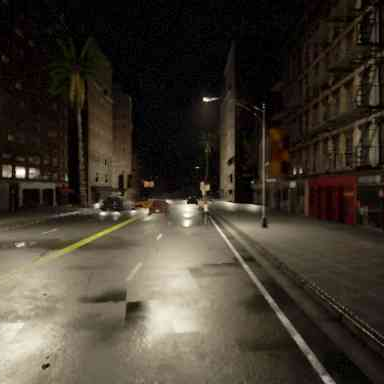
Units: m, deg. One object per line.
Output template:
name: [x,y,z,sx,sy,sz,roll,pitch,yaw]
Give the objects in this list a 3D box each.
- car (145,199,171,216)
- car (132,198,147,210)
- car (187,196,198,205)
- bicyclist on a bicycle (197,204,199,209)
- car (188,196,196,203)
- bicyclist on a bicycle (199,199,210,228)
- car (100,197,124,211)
car: [-3.159,1.556,32.942,1.812,1.442,4.674,0,0,0]
car: [-6.592,1.535,43.548,1.882,1.535,5.008,0,0,0]
car: [0.032,1.687,61.598,1.994,1.385,4.181,0,0,1]
bicyclist on a bicycle: [0.903,1.465,31.731,0.866,1.612,1.509,0,0,0]
car: [-0.018,1.671,73.497,1.837,1.490,4.892,0,0,0]
bicyclist on a bicycle: [0.889,1.465,21.147,0.582,1.620,1.656,0,0,0]
car: [-9.840,1.401,41.179,2.097,1.767,4.553,0,0,0]
